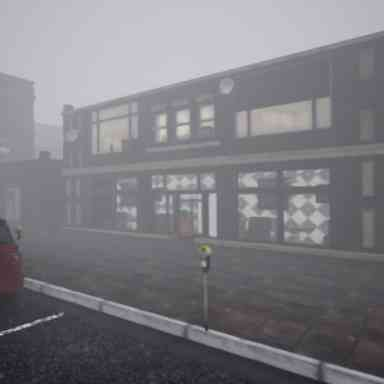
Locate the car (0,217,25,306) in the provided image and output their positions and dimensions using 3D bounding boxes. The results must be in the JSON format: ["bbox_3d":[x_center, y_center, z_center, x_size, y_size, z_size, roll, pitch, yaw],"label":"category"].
[{"bbox_3d":[-5.388,1.320,6.730,5.009,1.841,2.192,0,-1,36],"label":"car"}]
